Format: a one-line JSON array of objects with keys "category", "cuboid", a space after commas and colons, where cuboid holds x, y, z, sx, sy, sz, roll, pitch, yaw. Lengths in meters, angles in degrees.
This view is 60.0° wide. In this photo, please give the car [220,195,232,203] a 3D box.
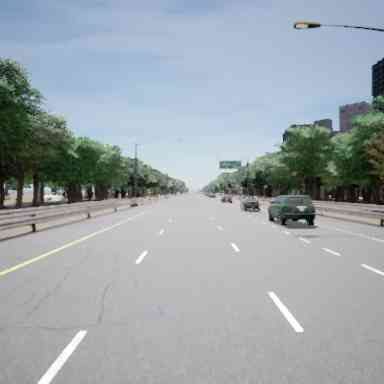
[{"category": "car", "cuboid": [7.283, 1.403, 71.388, 2.097, 1.767, 4.553, 0, 0, 0]}]

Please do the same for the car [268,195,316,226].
[{"category": "car", "cuboid": [7.033, 1.238, 23.940, 2.150, 2.045, 5.566, 0, 0, 0]}]

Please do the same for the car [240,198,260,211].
[{"category": "car", "cuboid": [7.095, 1.535, 41.028, 1.837, 1.490, 4.892, 0, 0, 0]}]
